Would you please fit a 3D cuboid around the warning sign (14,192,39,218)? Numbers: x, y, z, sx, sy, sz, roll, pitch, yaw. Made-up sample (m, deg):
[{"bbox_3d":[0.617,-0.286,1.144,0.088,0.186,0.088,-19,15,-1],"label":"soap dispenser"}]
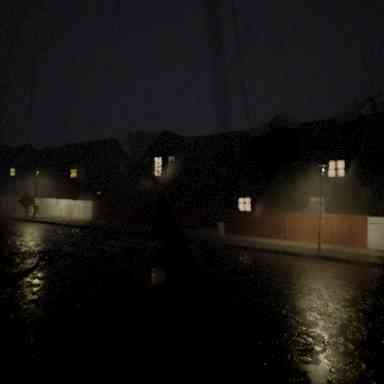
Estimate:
[{"bbox_3d":[-12.351,0.953,24.817,1.060,1.860,1.300,-1,0,32],"label":"warning sign"}]
